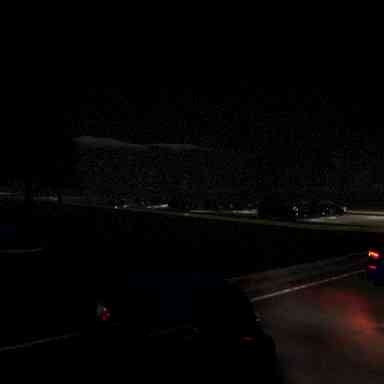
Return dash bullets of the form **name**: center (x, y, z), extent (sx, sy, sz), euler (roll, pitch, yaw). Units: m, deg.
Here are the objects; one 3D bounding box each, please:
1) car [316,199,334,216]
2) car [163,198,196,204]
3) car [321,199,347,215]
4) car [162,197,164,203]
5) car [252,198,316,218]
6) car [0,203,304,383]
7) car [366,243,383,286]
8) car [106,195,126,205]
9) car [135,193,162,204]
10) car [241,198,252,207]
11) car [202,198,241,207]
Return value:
- **car**: center (10.404, 1.601, 31.388), extent (1.895, 1.301, 4.718), euler (0, 0, -36)
- **car**: center (-1.225, 1.504, 41.373), extent (1.837, 1.490, 4.892), euler (0, 0, -36)
- **car**: center (13.119, 1.492, 33.607), extent (2.128, 1.511, 4.902), euler (0, 0, -36)
- **car**: center (-5.812, 1.548, 59.756), extent (2.033, 1.411, 5.357), euler (0, 0, -35)
- **car**: center (7.895, 1.352, 28.893), extent (2.097, 1.767, 4.553), euler (0, 0, -36)
- **car**: center (-1.854, 1.221, 2.423), extent (5.566, 2.045, 2.150), euler (0, 0, -35)
- **car**: center (6.039, 1.526, 8.071), extent (4.674, 1.442, 1.812), euler (0, 0, -35)
- **car**: center (-13.347, 1.359, 58.284), extent (2.097, 1.767, 4.553), euler (0, 0, -36)
- **car**: center (-7.795, 1.223, 56.498), extent (2.150, 2.045, 5.566), euler (0, 0, -35)
- **car**: center (5.858, 1.492, 43.540), extent (2.128, 1.511, 4.902), euler (0, 0, -36)
- **car**: center (3.224, 1.492, 41.214), extent (2.128, 1.511, 4.902), euler (0, 0, -36)
